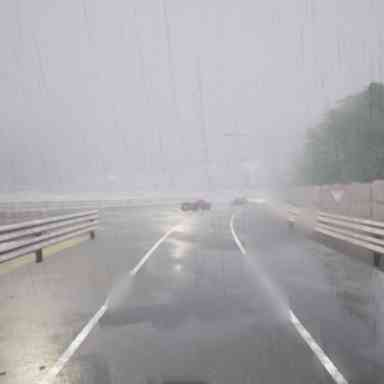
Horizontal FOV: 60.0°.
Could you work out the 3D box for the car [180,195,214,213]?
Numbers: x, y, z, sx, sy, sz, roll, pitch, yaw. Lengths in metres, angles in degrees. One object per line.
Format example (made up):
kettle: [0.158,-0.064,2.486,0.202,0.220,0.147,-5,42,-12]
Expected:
car: [0.567,1.458,36.997,1.882,1.535,5.008,0,0,28]

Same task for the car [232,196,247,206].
car: [7.617,1.489,52.999,1.837,1.490,4.892,1,0,19]
